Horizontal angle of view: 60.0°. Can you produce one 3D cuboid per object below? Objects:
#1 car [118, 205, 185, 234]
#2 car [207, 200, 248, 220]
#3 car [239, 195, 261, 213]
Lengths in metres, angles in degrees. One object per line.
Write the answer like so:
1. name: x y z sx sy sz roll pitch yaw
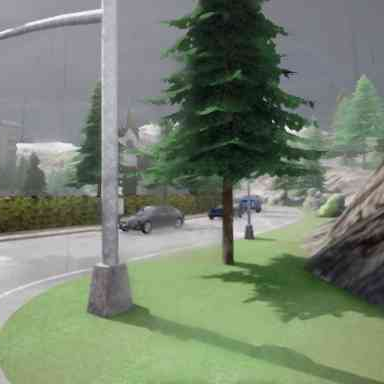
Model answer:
1. car: -2.351 1.582 20.107 1.837 1.490 4.892 0 0 34
2. car: 3.020 1.682 28.899 1.895 1.301 4.718 0 0 26
3. car: 6.810 1.317 38.581 2.150 2.045 5.566 0 0 16
